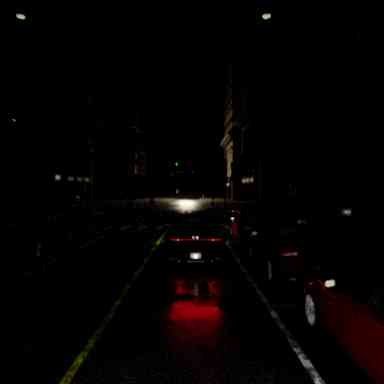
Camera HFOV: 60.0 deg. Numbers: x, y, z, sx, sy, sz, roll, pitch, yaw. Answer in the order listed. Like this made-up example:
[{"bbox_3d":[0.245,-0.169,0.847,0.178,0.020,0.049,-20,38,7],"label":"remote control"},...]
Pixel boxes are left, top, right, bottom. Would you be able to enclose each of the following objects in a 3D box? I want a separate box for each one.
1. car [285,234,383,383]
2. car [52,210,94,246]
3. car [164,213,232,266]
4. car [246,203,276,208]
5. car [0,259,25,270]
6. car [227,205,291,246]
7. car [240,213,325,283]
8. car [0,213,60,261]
[{"bbox_3d":[2.753,1.541,4.006,1.887,1.381,4.507,-1,0,0],"label":"car"},{"bbox_3d":[-5.768,1.532,15.021,1.887,1.381,4.507,-1,0,0],"label":"car"},{"bbox_3d":[0.104,1.494,11.447,1.837,1.490,4.892,0,0,0],"label":"car"},{"bbox_3d":[5.419,1.600,25.844,5.357,1.411,2.033,3,0,-22],"label":"car"},{"bbox_3d":[-3.084,1.547,1.357,2.033,1.411,5.357,0,0,0],"label":"car"},{"bbox_3d":[2.757,1.532,15.017,1.887,1.381,4.507,-1,0,0],"label":"car"},{"bbox_3d":[2.755,1.537,9.512,1.887,1.381,4.507,-1,0,0],"label":"car"},{"bbox_3d":[-5.770,1.543,9.515,2.008,1.369,4.403,-1,0,0],"label":"car"}]
